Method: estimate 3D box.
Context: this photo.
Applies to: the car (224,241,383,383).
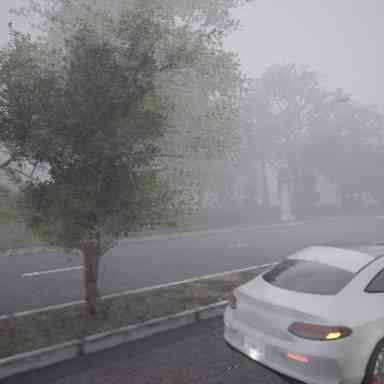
[{"bbox_3d":[2.553,1.490,4.957,4.674,1.442,1.812,-1,0,-36],"label":"car"}]
